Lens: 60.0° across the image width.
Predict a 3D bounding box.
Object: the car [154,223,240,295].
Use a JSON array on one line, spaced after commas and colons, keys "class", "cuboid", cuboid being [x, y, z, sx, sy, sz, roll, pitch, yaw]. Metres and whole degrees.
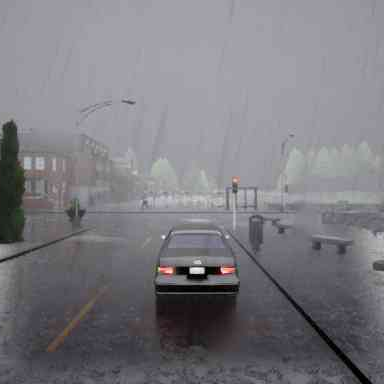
[{"class": "car", "cuboid": [0.098, 1.547, 8.855, 2.033, 1.411, 5.357, 0, 0, 0]}]
